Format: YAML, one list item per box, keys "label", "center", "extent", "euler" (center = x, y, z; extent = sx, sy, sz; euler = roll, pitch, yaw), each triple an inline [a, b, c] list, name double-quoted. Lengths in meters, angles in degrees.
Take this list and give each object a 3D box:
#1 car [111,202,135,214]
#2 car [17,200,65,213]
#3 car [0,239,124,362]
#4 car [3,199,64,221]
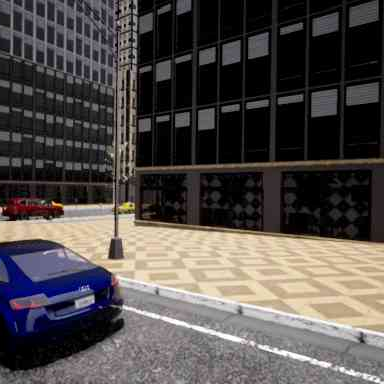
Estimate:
- label: "car"
  center: [-7.051, 1.823, 38.403]
  extent: [1.752, 1.417, 4.829]
  euler: [1, 0, 36]
- label: "car"
  center: [-17.347, 1.634, 38.528]
  extent: [1.752, 1.417, 4.829]
  euler: [1, 0, 36]
- label: "car"
  center: [-3.212, 1.560, 5.956]
  extent: [4.181, 1.385, 1.994]
  euler: [0, 0, 34]
- label: "car"
  center: [-13.814, 1.512, 29.166]
  extent: [2.192, 1.841, 5.009]
  euler: [1, 0, 36]
